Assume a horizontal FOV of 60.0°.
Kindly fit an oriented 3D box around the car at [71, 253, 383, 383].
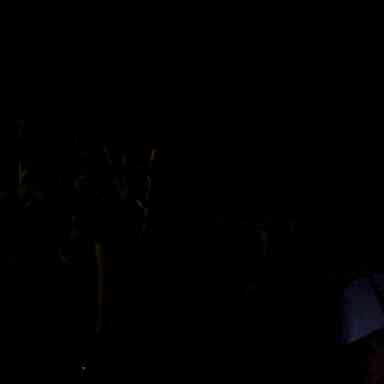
[{"bbox_3d":[1.461,1.533,3.991,5.357,1.411,2.033,0,0,-36],"label":"car"}]
